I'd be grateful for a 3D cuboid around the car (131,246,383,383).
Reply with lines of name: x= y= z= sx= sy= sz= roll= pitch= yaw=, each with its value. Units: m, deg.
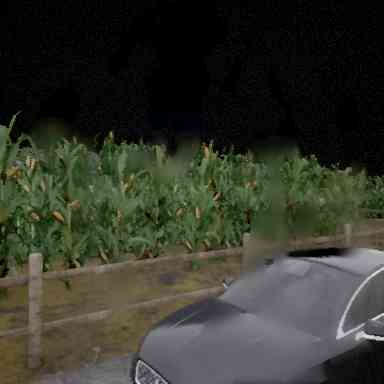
car: x=1.648 y=1.519 z=4.126 sx=4.892 sy=1.490 sz=1.837 roll=0 pitch=0 yaw=-36
